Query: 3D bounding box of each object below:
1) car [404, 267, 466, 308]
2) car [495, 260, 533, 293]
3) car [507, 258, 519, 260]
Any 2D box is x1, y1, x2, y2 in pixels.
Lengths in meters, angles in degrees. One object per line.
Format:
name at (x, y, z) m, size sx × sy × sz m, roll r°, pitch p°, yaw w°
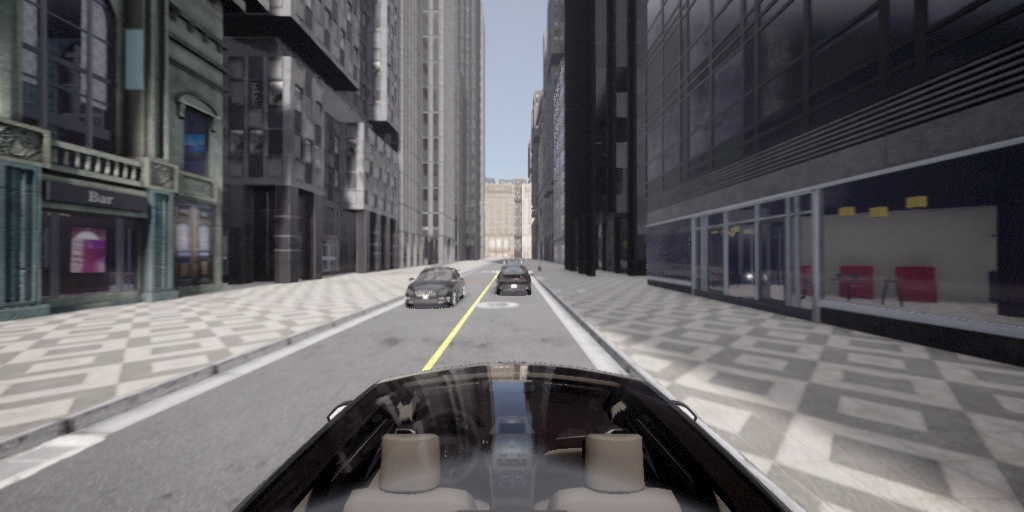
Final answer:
car at (-3.101, 1.225, 15.251) m, size 1.837 × 1.490 × 4.892 m, roll 0°, pitch 0°, yaw 0°
car at (0.095, 1.211, 20.073) m, size 1.837 × 1.490 × 4.892 m, roll 0°, pitch 1°, yaw 0°
car at (0.094, 0.967, 39.376) m, size 2.097 × 1.767 × 4.553 m, roll 0°, pitch 0°, yaw 0°
